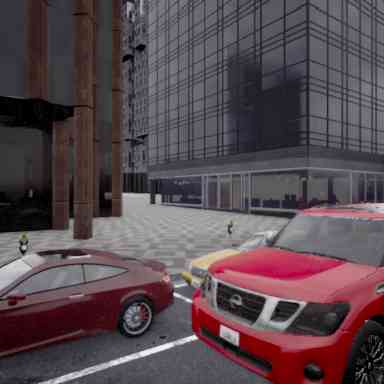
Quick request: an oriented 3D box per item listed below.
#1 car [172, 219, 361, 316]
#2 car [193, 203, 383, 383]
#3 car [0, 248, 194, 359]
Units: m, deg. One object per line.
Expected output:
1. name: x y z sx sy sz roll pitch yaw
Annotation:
1. car: 2.033 1.536 8.137 4.829 1.417 1.752 0 0 -36
2. car: 2.654 1.229 5.300 5.566 2.045 2.150 0 0 -36
3. car: -2.240 1.584 5.056 4.206 1.307 1.802 0 0 -36
